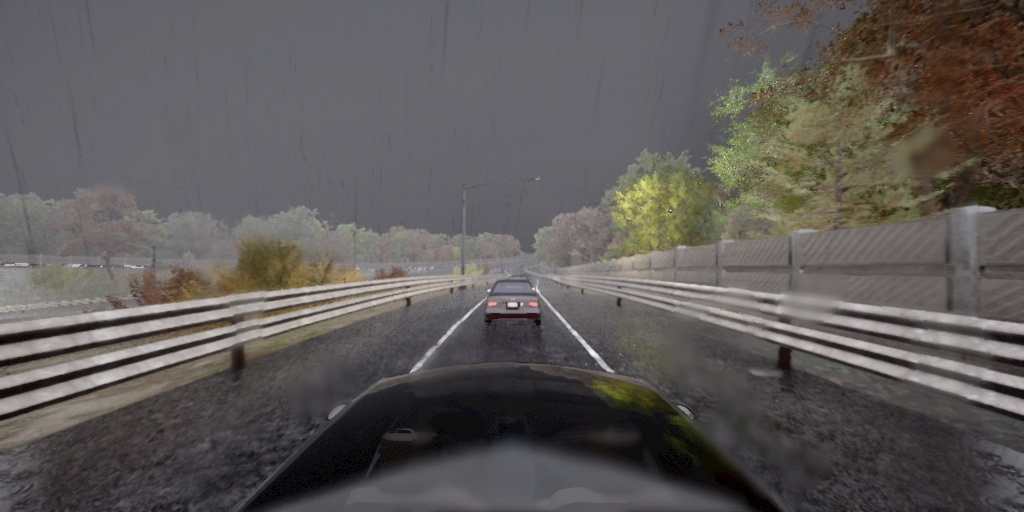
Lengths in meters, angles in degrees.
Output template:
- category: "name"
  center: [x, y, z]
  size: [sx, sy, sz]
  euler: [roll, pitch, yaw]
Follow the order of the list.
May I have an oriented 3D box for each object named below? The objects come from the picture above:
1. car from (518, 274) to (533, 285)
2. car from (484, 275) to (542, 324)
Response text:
- category: "car"
  center: [1.918, 3.296, 50.377]
  size: [1.837, 1.490, 4.892]
  euler: [0, -3, 4]
- category: "car"
  center: [0.049, 1.545, 12.927]
  size: [2.033, 1.411, 5.357]
  euler: [0, -2, 1]
